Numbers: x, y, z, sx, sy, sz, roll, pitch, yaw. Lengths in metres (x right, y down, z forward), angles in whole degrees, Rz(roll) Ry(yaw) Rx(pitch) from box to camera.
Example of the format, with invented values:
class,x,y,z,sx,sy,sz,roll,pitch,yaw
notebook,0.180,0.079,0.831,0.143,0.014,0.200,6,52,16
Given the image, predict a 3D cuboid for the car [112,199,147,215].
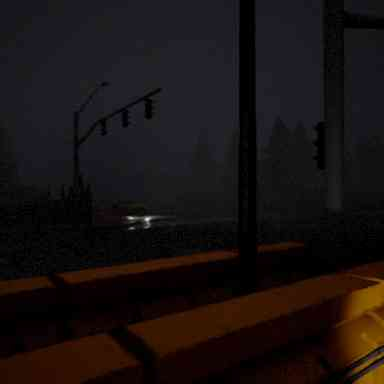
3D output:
class,x,y,z,sx,sy,sz,roll,pitch,yaw
car,-6.280,1.446,33.192,1.882,1.535,5.008,0,0,-36
